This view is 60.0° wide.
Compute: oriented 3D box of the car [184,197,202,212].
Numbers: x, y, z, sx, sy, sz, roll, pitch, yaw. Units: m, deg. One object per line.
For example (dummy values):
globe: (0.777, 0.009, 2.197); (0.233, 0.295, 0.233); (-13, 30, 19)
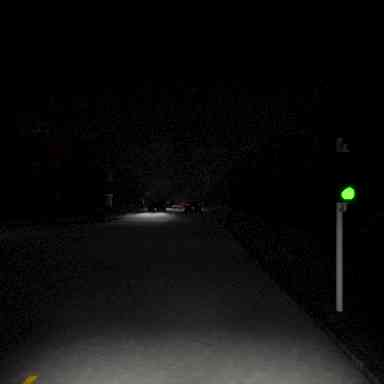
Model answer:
car: (0.124, 1.525, 38.390); (1.812, 1.442, 4.674); (0, 0, 0)

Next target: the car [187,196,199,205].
car: (0.129, 1.547, 61.402); (2.033, 1.411, 5.357); (0, 0, -1)

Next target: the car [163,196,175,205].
car: (-4.041, 1.526, 58.502); (1.812, 1.442, 4.674); (0, 0, 0)

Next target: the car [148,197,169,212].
car: (-4.090, 1.601, 39.385); (1.895, 1.301, 4.718); (0, 0, 0)

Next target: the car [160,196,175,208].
car: (-4.076, 1.352, 48.348); (2.097, 1.767, 4.553); (0, 0, 0)
